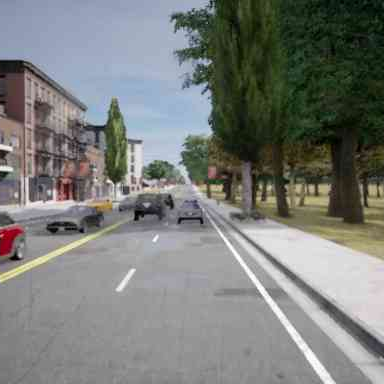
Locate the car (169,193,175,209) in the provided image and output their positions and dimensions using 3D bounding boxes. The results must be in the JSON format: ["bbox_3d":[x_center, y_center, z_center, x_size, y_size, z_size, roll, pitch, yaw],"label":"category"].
[{"bbox_3d":[-3.412,1.137,43.021,2.150,2.045,5.566,0,0,0],"label":"car"}]

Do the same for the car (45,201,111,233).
[{"bbox_3d":[-6.640,1.511,19.627,2.033,1.411,5.357,0,0,0],"label":"car"}]

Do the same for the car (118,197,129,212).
[{"bbox_3d":[-6.726,1.279,36.771,2.097,1.767,4.553,0,0,0],"label":"car"}]

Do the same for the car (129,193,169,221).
[{"bbox_3d":[-3.307,1.154,26.965,2.150,2.045,5.566,0,-1,0],"label":"car"}]

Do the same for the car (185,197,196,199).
[{"bbox_3d":[-0.179,1.381,43.994,1.882,1.535,5.008,0,0,0],"label":"car"}]

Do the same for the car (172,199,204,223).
[{"bbox_3d":[-0.098,1.483,24.703,2.033,1.411,5.357,0,0,0],"label":"car"}]

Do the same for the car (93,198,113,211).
[{"bbox_3d":[-9.977,1.417,36.298,1.882,1.535,5.008,0,0,0],"label":"car"}]

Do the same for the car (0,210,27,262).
[{"bbox_3d":[-6.565,1.341,9.202,2.097,1.767,4.553,0,0,0],"label":"car"}]
